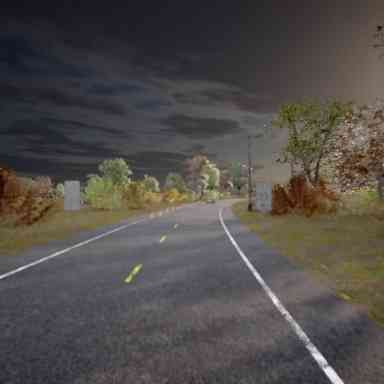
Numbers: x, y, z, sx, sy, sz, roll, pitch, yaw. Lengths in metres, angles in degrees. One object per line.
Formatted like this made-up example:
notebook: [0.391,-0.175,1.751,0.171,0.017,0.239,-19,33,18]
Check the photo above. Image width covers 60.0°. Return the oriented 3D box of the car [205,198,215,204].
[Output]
car: [4.301,2.124,78.344,2.128,1.511,4.902,0,0,9]

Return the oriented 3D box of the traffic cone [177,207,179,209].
traffic cone: [-2.197,2.388,52.307,0.340,0.580,0.340,0,0,6]
